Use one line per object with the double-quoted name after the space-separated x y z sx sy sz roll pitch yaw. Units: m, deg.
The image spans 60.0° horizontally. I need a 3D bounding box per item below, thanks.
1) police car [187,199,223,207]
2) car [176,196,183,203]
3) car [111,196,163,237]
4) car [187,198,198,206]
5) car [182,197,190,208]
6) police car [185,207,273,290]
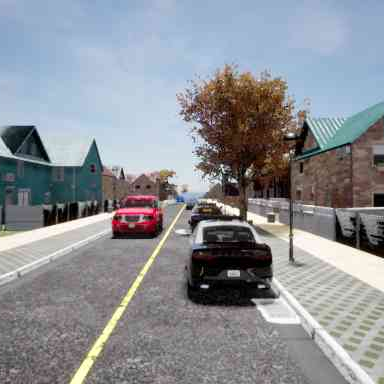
0.861 1.436 19.251 1.930 1.638 5.238 0 0 0 "police car"
-2.608 1.751 75.260 1.882 1.535 5.008 0 0 0 "car"
-2.815 1.231 18.335 2.150 2.045 5.566 0 0 0 "car"
0.118 1.758 62.058 1.994 1.385 4.181 0 0 0 "car"
0.113 1.642 45.053 2.033 1.411 5.357 0 0 1 "car"
0.843 1.429 9.250 1.930 1.638 5.238 0 0 0 "police car"
